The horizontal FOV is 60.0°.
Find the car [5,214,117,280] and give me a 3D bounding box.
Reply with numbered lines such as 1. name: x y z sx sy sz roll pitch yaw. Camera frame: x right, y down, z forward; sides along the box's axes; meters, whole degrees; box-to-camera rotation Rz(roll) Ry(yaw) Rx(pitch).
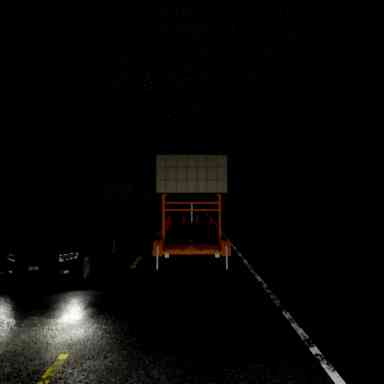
1. car: -3.629 1.476 10.105 1.882 1.535 5.008 0 0 0

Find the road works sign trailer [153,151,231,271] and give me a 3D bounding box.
1. road works sign trailer: -0.009 0.463 10.937 2.380 3.560 2.880 0 0 -1
